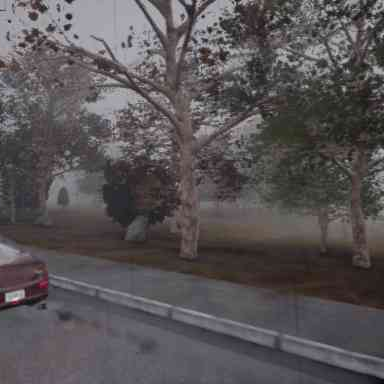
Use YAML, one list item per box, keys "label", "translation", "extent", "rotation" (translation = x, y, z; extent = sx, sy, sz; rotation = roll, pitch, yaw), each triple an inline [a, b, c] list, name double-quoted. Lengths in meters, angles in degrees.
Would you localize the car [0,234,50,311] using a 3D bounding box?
- label: "car"
  translation: [-4.756, 1.524, 6.773]
  extent: [4.674, 1.442, 1.812]
  rotation: [0, 0, 36]
